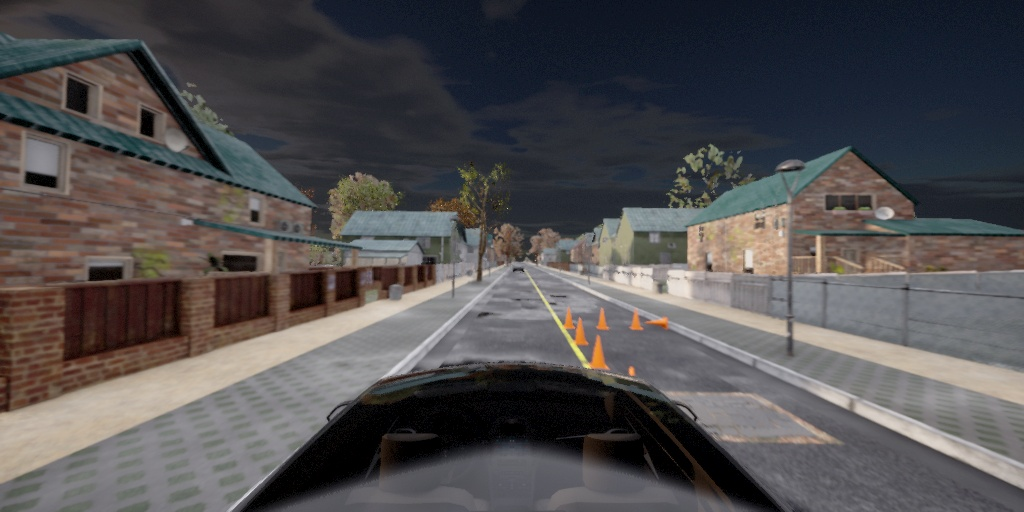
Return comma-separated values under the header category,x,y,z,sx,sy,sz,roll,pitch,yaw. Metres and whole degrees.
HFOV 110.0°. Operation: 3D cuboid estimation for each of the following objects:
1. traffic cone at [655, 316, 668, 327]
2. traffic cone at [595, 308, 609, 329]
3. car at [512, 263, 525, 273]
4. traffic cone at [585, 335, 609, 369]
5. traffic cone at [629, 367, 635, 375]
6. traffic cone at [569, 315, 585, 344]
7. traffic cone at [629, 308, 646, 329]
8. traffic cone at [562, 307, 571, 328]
category,x,y,z,sx,sy,sz,roll,pitch,yaw
traffic cone,4.570,1.701,10.681,0.340,0.580,0.340,0,0,8
traffic cone,2.692,1.850,10.711,0.340,0.580,0.340,0,0,1
car,1.043,1.918,59.102,1.882,1.535,5.008,1,-1,1
traffic cone,1.616,1.788,6.731,0.340,0.580,0.340,0,0,1
traffic cone,1.578,1.763,4.732,0.340,0.580,0.340,0,0,1
traffic cone,1.655,1.812,8.731,0.340,0.580,0.340,0,0,1
traffic cone,3.692,1.863,10.693,0.340,0.580,0.340,0,0,1
traffic cone,1.692,1.837,10.731,0.340,0.580,0.340,0,0,1
